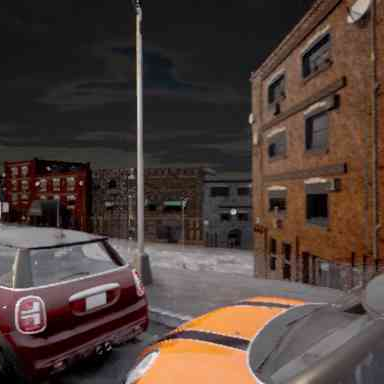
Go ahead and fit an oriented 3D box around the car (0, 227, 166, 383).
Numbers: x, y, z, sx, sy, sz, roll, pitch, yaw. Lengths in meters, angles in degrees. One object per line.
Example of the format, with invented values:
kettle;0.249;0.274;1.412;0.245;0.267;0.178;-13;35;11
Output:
car;-2.906;1.358;5.324;4.553;1.767;2.185;0;0;35
